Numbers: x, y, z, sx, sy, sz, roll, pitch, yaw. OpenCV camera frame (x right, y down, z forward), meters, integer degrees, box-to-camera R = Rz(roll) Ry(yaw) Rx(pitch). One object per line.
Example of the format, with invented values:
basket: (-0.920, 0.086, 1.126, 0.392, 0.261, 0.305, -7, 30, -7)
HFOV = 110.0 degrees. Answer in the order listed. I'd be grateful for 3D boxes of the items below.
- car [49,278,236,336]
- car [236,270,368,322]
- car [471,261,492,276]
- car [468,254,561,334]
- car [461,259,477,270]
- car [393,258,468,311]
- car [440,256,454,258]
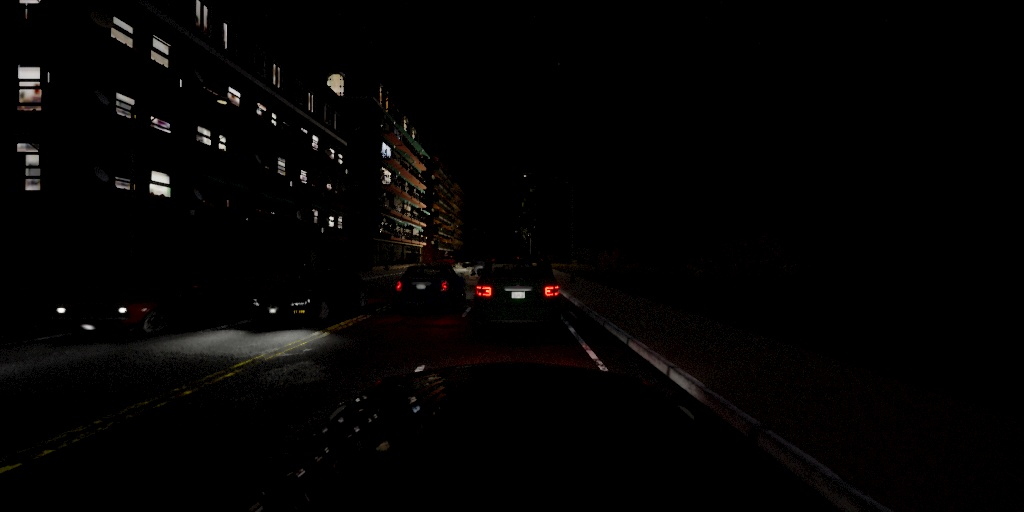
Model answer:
car: (-9.848, 1.352, 10.545, 1.895, 1.301, 4.718, 0, 0, 0)
car: (-6.600, 1.256, 12.317, 1.837, 1.490, 4.892, 0, 0, 0)
car: (-3.138, 1.279, 37.709, 1.812, 1.442, 4.674, 0, 0, 0)
car: (0.103, 0.973, 10.755, 2.150, 2.045, 5.566, 0, 0, -1)
car: (-6.578, 1.258, 54.890, 1.837, 1.490, 4.892, 0, 0, 0)
car: (-3.149, 1.104, 14.567, 2.097, 1.767, 4.553, 0, 0, 0)
car: (-9.832, 0.974, 53.422, 2.150, 2.045, 5.566, 0, 0, 0)
